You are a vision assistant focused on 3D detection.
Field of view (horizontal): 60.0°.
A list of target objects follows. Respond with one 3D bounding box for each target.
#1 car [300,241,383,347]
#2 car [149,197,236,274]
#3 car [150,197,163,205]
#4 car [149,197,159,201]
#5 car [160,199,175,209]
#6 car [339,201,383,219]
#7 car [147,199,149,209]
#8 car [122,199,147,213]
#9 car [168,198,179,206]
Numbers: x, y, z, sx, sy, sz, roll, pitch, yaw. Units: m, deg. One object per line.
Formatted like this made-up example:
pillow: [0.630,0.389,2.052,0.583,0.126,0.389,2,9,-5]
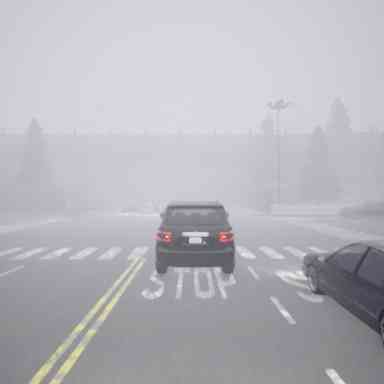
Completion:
car: [3.585,1.577,5.804,2.033,1.411,5.357,0,0,0]
car: [0.089,1.278,10.840,2.150,2.045,5.566,0,0,0]
car: [-7.028,1.820,66.293,2.128,1.511,4.902,0,0,0]
car: [-3.606,1.693,40.759,2.128,1.511,4.902,0,0,0]
car: [-3.601,1.810,49.701,1.994,1.385,4.181,0,0,1]
car: [15.560,1.580,29.325,4.902,1.511,2.128,0,0,2]
car: [-7.109,1.792,49.582,2.033,1.411,5.357,0,0,0]
car: [-7.148,1.763,40.233,1.994,1.385,4.181,0,0,1]
car: [-3.532,1.922,64.948,1.895,1.301,4.718,0,0,0]
